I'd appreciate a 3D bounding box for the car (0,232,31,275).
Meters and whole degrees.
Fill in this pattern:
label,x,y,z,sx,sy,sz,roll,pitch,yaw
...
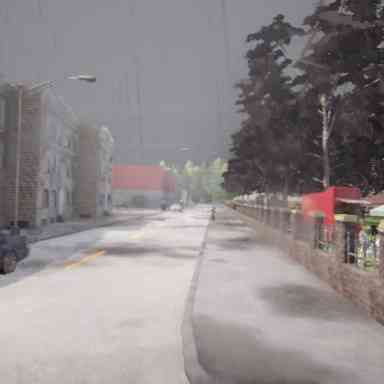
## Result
label,x,y,z,sx,sy,sz,roll,pitch,yaw
car,-6.124,1.594,8.201,2.033,1.411,5.357,1,-1,3

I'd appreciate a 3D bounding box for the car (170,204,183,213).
label,x,y,z,sx,sy,sz,roll,pitch,yaw
car,-2.777,2.882,59.022,1.812,1.442,4.674,1,-2,4
